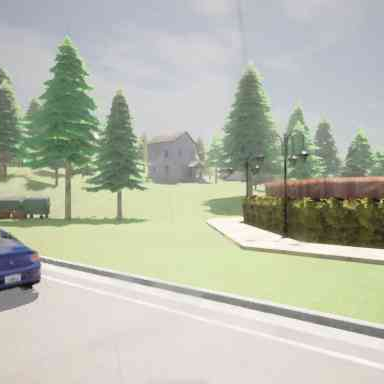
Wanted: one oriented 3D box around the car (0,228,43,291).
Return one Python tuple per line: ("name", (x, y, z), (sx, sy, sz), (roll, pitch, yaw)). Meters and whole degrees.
("car", (-5.358, 1.523, 7.816), (4.674, 1.442, 1.812), (0, 0, 36))
